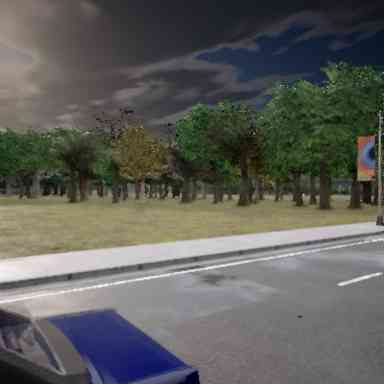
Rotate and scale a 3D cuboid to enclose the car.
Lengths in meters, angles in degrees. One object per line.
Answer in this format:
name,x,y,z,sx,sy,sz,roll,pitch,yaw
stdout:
car,-2.328,1.598,2.025,4.718,1.301,1.895,0,0,-36
